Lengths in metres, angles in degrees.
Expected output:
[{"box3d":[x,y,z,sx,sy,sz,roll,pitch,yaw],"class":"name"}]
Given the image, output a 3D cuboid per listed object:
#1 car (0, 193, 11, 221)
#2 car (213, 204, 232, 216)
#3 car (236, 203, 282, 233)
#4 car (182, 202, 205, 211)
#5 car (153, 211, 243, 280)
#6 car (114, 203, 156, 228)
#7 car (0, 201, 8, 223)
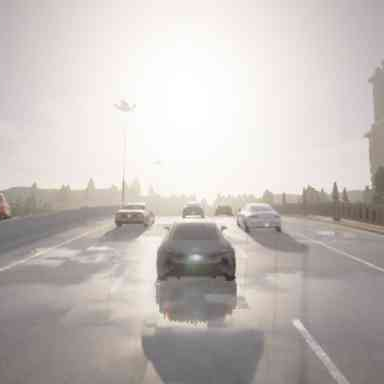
[{"box3d":[-10.578,1.056,15.181,2.150,2.045,5.566,0,0,0],"class":"car"},{"box3d":[3.595,2.146,39.368,1.882,1.535,5.008,0,-5,0],"class":"car"},{"box3d":[3.598,1.349,18.318,1.812,1.442,4.674,0,0,0],"class":"car"},{"box3d":[0.110,1.556,28.717,1.812,1.442,4.674,0,-2,0],"class":"car"},{"box3d":[0.098,1.460,9.646,1.994,1.385,4.181,0,1,0],"class":"car"},{"box3d":[-3.403,1.380,20.557,2.033,1.411,5.357,0,-1,0],"class":"car"},{"box3d":[-14.034,1.345,21.184,1.837,1.490,4.892,0,-1,1],"class":"car"}]
